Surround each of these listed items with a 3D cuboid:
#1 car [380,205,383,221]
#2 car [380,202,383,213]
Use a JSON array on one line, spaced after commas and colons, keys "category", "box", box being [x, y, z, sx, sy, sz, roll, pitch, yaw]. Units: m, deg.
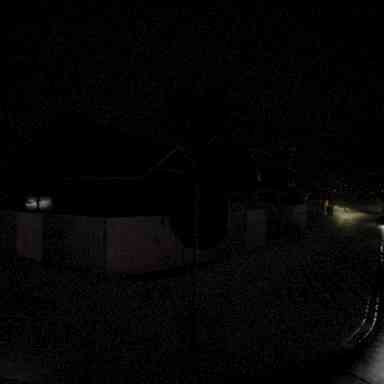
[{"category": "car", "box": [17.144, 1.847, 28.095, 1.882, 1.535, 5.008, 2, 0, 26]}, {"category": "car", "box": [28.600, 2.263, 47.733, 2.128, 1.511, 4.902, 2, 0, 20]}]
